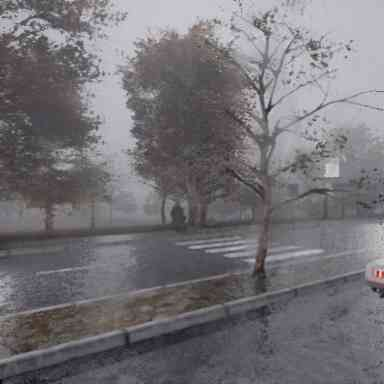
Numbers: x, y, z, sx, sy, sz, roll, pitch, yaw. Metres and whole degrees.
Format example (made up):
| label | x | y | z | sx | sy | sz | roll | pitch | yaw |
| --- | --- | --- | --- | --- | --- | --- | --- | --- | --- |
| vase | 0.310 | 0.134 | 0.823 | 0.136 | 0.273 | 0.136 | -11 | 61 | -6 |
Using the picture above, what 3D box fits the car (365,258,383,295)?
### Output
| label | x | y | z | sx | sy | sz | roll | pitch | yaw |
| --- | --- | --- | --- | --- | --- | --- | --- | --- | --- |
| car | 5.884 | 1.653 | 7.312 | 4.718 | 1.301 | 1.895 | 0 | 0 | -35 |
